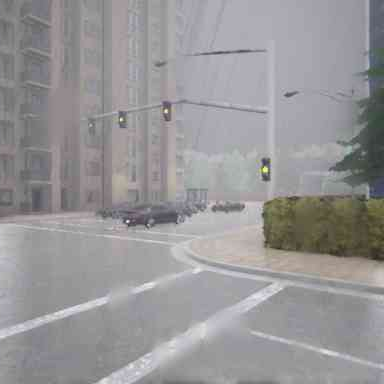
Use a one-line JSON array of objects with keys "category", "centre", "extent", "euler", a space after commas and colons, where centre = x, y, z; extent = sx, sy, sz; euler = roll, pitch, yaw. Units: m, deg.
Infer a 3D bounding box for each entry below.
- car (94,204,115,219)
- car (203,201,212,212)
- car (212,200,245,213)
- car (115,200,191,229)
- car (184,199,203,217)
[{"category": "car", "centre": [-5.937, 1.564, 29.397], "extent": [2.033, 1.411, 5.357], "euler": [0, 0, 36]}, {"category": "car", "centre": [-0.246, 1.508, 37.195], "extent": [2.128, 1.511, 4.902], "euler": [0, 0, 36]}, {"category": "car", "centre": [4.053, 1.615, 37.146], "extent": [1.895, 1.301, 4.718], "euler": [0, 0, 36]}, {"category": "car", "centre": [-2.439, 1.516, 21.968], "extent": [1.837, 1.490, 4.892], "euler": [0, 0, 36]}, {"category": "car", "centre": [-1.602, 1.562, 29.403], "extent": [2.033, 1.411, 5.357], "euler": [0, 0, 36]}]
